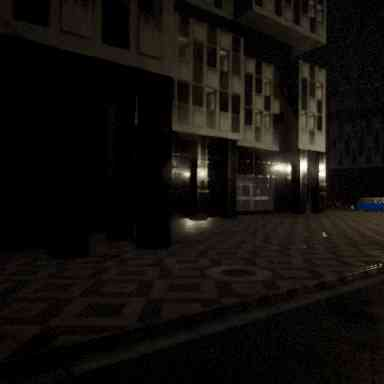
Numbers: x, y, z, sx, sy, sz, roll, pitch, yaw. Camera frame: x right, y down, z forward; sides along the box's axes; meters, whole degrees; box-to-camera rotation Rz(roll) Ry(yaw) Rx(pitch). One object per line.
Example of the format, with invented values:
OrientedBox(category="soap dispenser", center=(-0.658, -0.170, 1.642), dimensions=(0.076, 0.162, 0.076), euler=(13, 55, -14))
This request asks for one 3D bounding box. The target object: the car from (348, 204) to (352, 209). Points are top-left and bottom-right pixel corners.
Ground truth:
OrientedBox(category="car", center=(25.576, 1.982, 49.463), dimensions=(2.008, 1.369, 4.403), euler=(0, -1, -35))

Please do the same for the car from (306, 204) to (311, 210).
OrientedBox(category="car", center=(15.361, 1.900, 49.115), dimensions=(1.887, 1.381, 4.507), euler=(0, -1, -35))

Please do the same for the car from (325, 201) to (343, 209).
OrientedBox(category="car", center=(22.300, 2.052, 54.064), dimensions=(1.802, 1.307, 4.206), euler=(0, -1, -35))

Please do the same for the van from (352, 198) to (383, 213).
OrientedBox(category="van", center=(21.913, 1.618, 39.913), dimensions=(1.690, 1.788, 3.998), euler=(0, -1, -35))
